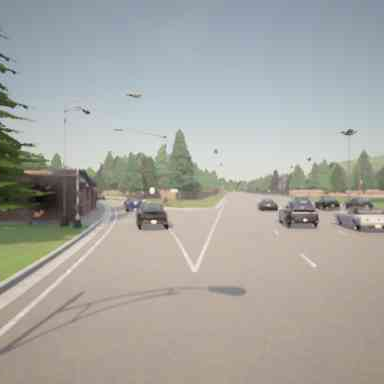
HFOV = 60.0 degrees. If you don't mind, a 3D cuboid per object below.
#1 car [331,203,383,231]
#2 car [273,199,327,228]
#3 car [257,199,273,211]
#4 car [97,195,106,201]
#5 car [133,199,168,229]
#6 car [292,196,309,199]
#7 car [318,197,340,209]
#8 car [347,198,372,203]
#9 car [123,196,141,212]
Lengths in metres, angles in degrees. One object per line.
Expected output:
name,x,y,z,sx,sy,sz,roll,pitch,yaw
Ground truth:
car,10.169,1.530,19.915,1.895,1.301,4.718,0,0,6
car,6.842,1.425,21.668,2.128,1.511,4.902,0,0,6
car,8.788,1.453,38.953,1.994,1.385,4.181,0,0,6
car,-22.037,1.385,80.024,1.812,1.442,4.674,0,0,-27
car,-2.647,1.462,21.418,1.837,1.490,4.892,0,0,-11
car,12.177,1.235,37.783,2.097,1.767,4.553,0,0,6
car,15.867,1.348,39.271,1.882,1.535,5.008,0,0,6
car,19.278,1.390,38.406,1.812,1.442,4.674,0,0,6
car,-6.700,1.280,38.204,2.097,1.767,4.553,0,0,-15
